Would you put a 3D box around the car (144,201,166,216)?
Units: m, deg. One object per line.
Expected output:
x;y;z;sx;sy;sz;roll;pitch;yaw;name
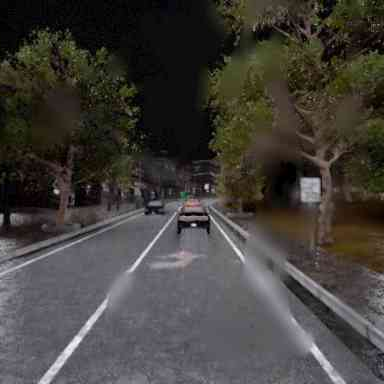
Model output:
-3.602;1.613;33.575;2.033;1.411;5.357;0;0;0;car

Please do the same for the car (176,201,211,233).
0.097;1.531;19.989;2.128;1.511;4.902;0;0;0;car

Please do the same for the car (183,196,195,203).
-0.604;1.658;74.877;1.837;1.490;4.892;-1;0;12;car

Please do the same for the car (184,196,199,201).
0.095;1.425;37.943;2.097;1.767;4.553;0;0;0;car
